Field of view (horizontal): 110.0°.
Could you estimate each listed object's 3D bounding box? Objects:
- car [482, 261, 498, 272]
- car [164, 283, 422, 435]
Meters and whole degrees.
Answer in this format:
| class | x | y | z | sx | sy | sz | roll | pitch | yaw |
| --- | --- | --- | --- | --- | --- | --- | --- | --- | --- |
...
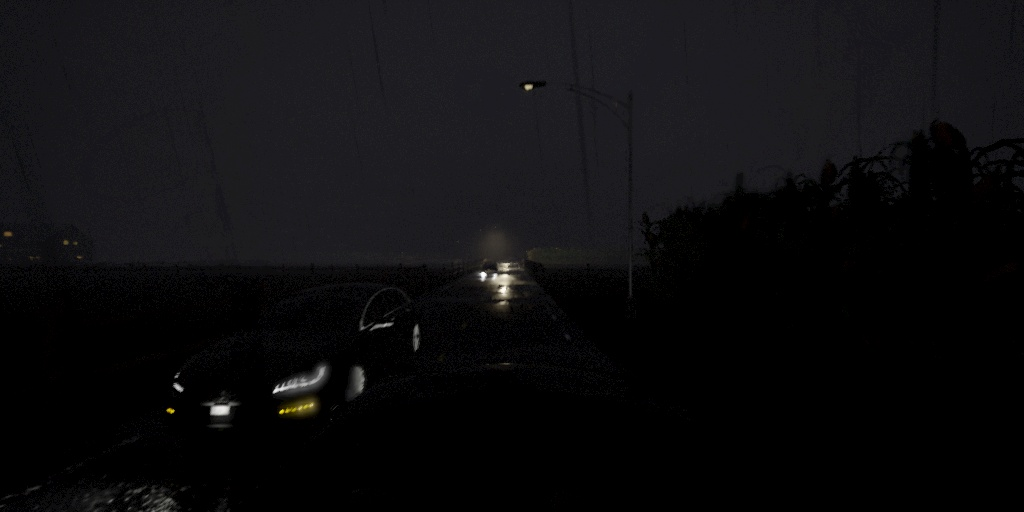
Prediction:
| class | x | y | z | sx | sy | sz | roll | pitch | yaw |
| --- | --- | --- | --- | --- | --- | --- | --- | --- | --- |
| car | -2.836 | 1.344 | 46.300 | 1.895 | 1.301 | 4.718 | 0 | 0 | 0 |
| car | -2.851 | 1.256 | 5.932 | 1.837 | 1.490 | 4.892 | 0 | 0 | 0 |
